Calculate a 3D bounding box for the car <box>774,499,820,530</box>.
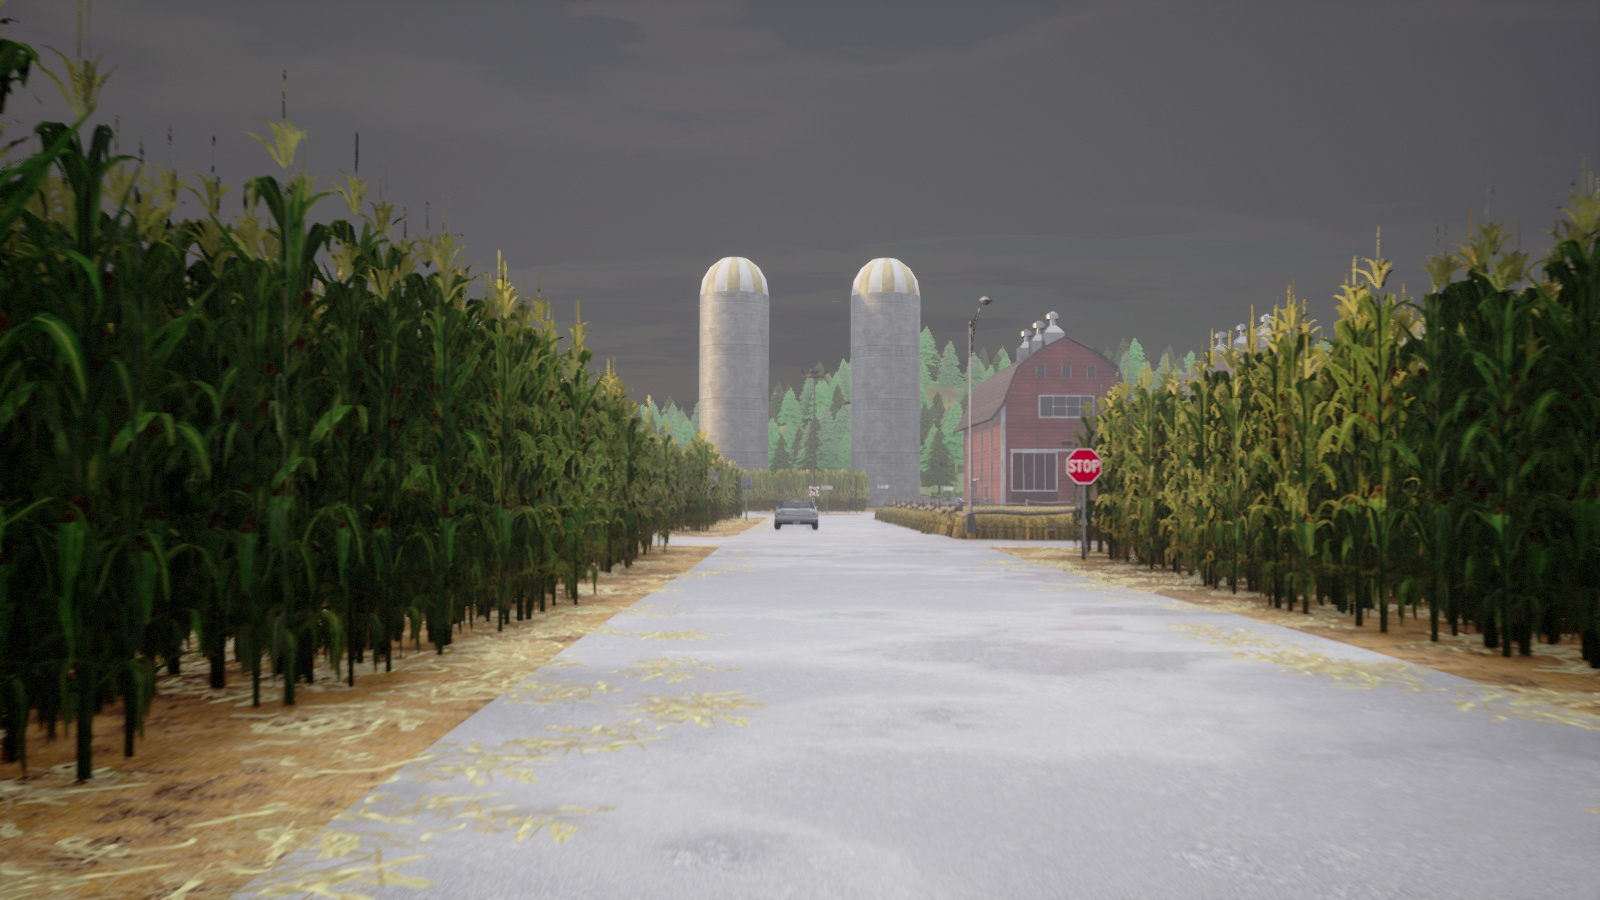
[{"bbox_3d":[-0.130,2.802,55.142,1.895,1.301,4.718,0,-2,0],"label":"car"}]
